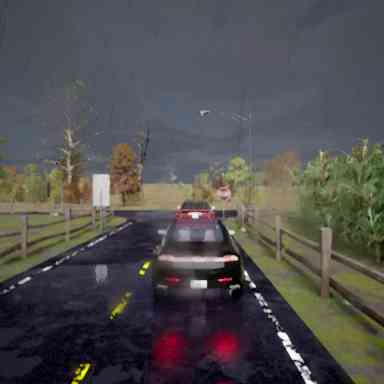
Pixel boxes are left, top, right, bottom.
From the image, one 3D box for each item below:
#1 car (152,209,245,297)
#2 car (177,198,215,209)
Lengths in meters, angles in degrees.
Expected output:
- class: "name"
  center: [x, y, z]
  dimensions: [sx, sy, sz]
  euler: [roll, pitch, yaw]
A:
- class: "car"
  center: [0.128, 1.414, 8.372]
  dimensions: [2.128, 1.511, 4.902]
  euler: [0, 1, 0]
- class: "car"
  center: [0.221, 1.183, 18.379]
  dimensions: [2.097, 1.767, 4.553]
  euler: [0, 1, 2]
